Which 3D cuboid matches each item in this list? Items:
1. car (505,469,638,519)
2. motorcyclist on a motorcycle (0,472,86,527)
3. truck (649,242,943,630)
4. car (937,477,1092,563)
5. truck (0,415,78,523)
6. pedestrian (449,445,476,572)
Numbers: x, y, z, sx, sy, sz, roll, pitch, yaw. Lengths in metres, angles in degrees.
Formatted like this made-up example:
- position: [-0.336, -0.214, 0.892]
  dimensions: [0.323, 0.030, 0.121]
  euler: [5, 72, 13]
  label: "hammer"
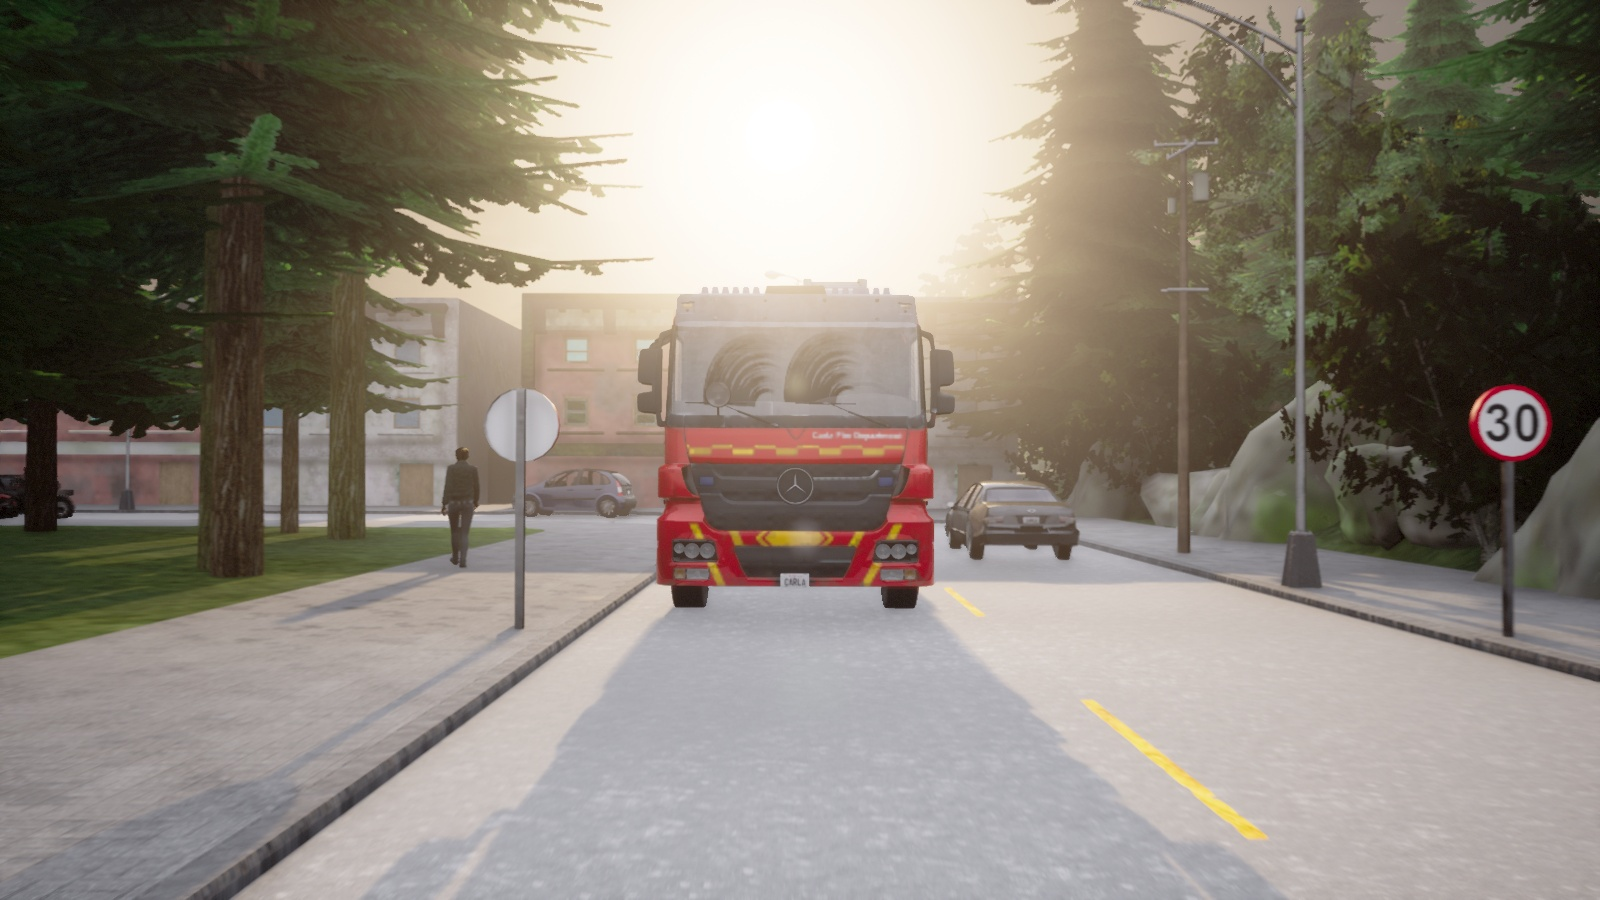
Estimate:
- position: [-7.583, 1.443, 41.803]
  dimensions: [3.988, 1.617, 1.851]
  euler: [0, -1, 8]
  label: "car"
- position: [-22.982, 1.492, 37.953]
  dimensions: [2.350, 1.649, 0.766]
  euler: [0, -1, 0]
  label: "motorcyclist on a motorcycle"
- position: [-0.052, -0.071, 16.669]
  dimensions: [2.891, 3.827, 8.468]
  euler: [0, -1, 0]
  label: "truck"
- position: [3.935, 1.248, 24.011]
  dimensions: [2.033, 1.411, 5.357]
  euler: [0, -1, 0]
  label: "car"
- position: [-28.960, 0.651, 41.982]
  dimensions: [7.936, 3.462, 2.891]
  euler: [0, -1, 0]
  label: "truck"
- position: [-5.021, 0.857, 18.677]
  dimensions: [0.353, 1.847, 0.614]
  euler: [0, -1, -18]
  label: "pedestrian"
